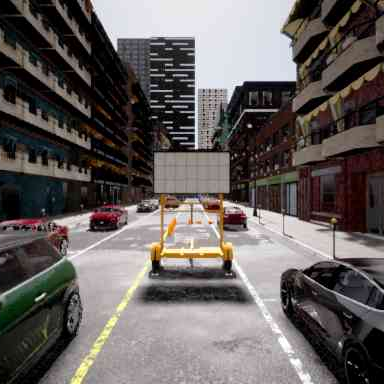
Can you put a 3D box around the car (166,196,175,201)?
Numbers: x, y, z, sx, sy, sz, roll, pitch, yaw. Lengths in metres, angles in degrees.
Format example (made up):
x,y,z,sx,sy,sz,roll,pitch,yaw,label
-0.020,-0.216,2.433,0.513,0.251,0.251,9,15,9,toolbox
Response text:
x,y,z,sx,sy,sz,roll,pitch,yaw,label
-5.346,1.643,84.340,1.887,1.381,4.507,0,0,0,car

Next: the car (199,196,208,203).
x,y,z,sx,sy,sz,roll,pitch,yaw,label
2.539,1.656,72.973,1.802,1.307,4.206,0,0,0,car

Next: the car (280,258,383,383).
x,y,z,sx,sy,sz,roll,pitch,yaw,label
2.570,1.567,4.699,1.947,1.339,4.313,1,0,0,car

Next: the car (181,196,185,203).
x,y,z,sx,sy,sz,roll,pitch,yaw,label
-2.783,1.602,74.284,1.812,1.442,4.674,0,0,0,car

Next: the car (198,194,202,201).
x,y,z,sx,sy,sz,roll,pitch,yaw,label
2.542,1.588,67.454,1.752,1.417,4.829,0,0,0,car

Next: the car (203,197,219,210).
x,y,z,sx,sy,sz,roll,pitch,yaw,label
2.555,1.607,38.836,1.802,1.307,4.206,1,0,0,car

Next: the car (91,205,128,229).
x,y,z,sx,sy,sz,roll,pitch,yaw,label
-5.317,1.554,21.752,1.887,1.381,4.507,1,0,0,car

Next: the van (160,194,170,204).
x,y,z,sx,sy,sz,roll,pitch,yaw,label
-5.336,1.404,67.270,1.690,1.788,3.998,1,0,0,van

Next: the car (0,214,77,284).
x,y,z,sx,sy,sz,roll,pitch,yaw,label
-5.312,1.548,10.373,1.887,1.381,4.507,1,0,0,car

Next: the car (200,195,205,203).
x,y,z,sx,sy,sz,roll,pitch,yaw,label
2.550,1.582,50.216,1.887,1.381,4.507,1,0,0,car

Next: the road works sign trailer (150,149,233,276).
x,y,z,sx,sy,sz,roll,pitch,yaw,label
-0.005,0.467,10.377,2.380,3.560,2.880,0,0,0,road works sign trailer

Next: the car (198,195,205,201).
x,y,z,sx,sy,sz,roll,pitch,yaw,label
2.532,1.638,90.213,1.752,1.417,4.829,0,0,0,car

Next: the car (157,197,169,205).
x,y,z,sx,sy,sz,roll,pitch,yaw,label
-5.336,1.598,61.581,1.887,1.381,4.507,1,0,0,car

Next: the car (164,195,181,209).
x,y,z,sx,sy,sz,roll,pitch,yaw,label
-2.869,1.511,46.708,1.882,1.535,5.008,0,0,0,car

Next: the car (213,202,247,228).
x,y,z,sx,sy,sz,roll,pitch,yaw,label
2.562,1.591,21.767,1.802,1.307,4.206,1,0,0,car

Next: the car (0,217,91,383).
x,y,z,sx,sy,sz,roll,pitch,yaw,label
-2.851,1.353,3.539,2.097,1.767,4.553,0,0,0,car

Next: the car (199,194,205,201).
x,y,z,sx,sy,sz,roll,pitch,yaw,label
2.547,1.570,56.075,1.752,1.417,4.829,0,0,0,car

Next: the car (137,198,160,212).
x,y,z,sx,sy,sz,roll,pitch,yaw,label
-5.325,1.576,38.822,2.008,1.369,4.403,1,0,0,car

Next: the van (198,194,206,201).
x,y,z,sx,sy,sz,roll,pitch,yaw,label
2.536,1.440,84.353,1.690,1.788,3.998,0,0,0,van

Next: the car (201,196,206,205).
x,y,z,sx,sy,sz,roll,pitch,yaw,label
2.553,1.576,44.527,1.887,1.381,4.507,1,0,0,car
